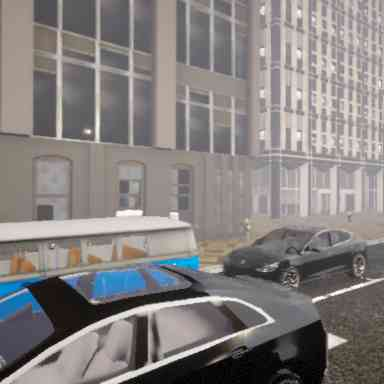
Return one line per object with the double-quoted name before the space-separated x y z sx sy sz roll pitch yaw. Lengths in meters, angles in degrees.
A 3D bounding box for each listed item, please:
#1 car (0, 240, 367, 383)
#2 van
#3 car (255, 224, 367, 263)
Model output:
"car" -0.894 1.490 2.718 4.902 1.511 2.128 0 0 -35
"van" -1.765 1.338 5.291 3.998 1.788 1.690 0 1 -35
"car" 2.765 1.548 8.486 4.313 1.339 1.947 0 1 -35
